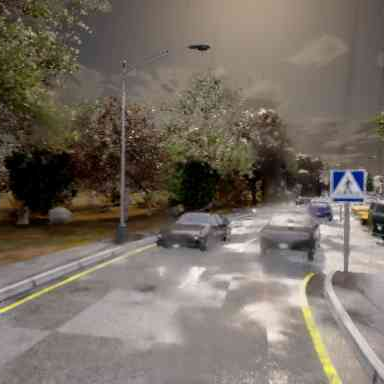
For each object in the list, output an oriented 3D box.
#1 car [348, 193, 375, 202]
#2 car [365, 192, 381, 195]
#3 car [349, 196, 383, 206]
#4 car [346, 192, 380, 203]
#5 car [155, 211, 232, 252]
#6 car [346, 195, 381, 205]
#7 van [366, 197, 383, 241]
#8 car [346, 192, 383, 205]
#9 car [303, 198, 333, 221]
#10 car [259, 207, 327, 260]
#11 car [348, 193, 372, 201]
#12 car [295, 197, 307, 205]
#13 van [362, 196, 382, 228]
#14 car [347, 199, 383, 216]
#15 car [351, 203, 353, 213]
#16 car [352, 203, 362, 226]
[{"bbox_3d":[36.758,1.215,72.205,4.553,1.767,2.185,1,1,5],"label":"car"},{"bbox_3d":[26.735,1.349,50.391,4.553,1.767,2.185,1,1,5],"label":"car"},{"bbox_3d":[29.217,1.475,55.852,4.674,1.452,2.002,1,1,5],"label":"car"},{"bbox_3d":[34.241,1.118,66.742,5.566,2.045,2.435,1,1,5],"label":"car"},{"bbox_3d":[0.338,1.551,14.368,2.033,1.411,5.357,1,0,20],"label":"car"},{"bbox_3d":[31.556,1.393,61.310,5.366,1.575,1.946,1,1,5],"label":"car"},{"bbox_3d":[10.649,1.420,14.888,4.442,1.987,1.878,2,0,4],"label":"van"},{"bbox_3d":[30.464,1.166,58.554,5.566,2.045,2.435,2,1,5],"label":"car"},{"bbox_3d":[11.249,1.581,29.186,1.882,1.535,5.008,1,1,24],"label":"car"},{"bbox_3d":[3.940,1.550,12.998,2.128,1.511,4.902,1,0,24],"label":"car"},{"bbox_3d":[40.599,1.181,80.365,4.553,1.767,2.185,1,1,5],"label":"car"},{"bbox_3d":[17.692,1.431,52.917,1.994,1.385,4.181,1,1,25],"label":"car"},{"bbox_3d":[11.876,1.437,17.626,4.442,1.987,1.878,2,0,4],"label":"van"},{"bbox_3d":[18.999,1.596,34.053,5.366,1.575,1.946,1,1,5],"label":"car"},{"bbox_3d":[14.390,1.686,23.090,5.366,1.575,1.946,1,1,4],"label":"car"},{"bbox_3d":[12.982,1.676,20.360,5.008,1.535,2.097,2,1,4],"label":"car"}]
